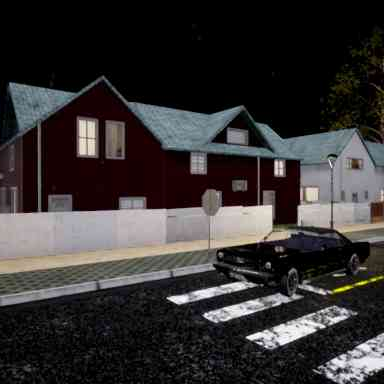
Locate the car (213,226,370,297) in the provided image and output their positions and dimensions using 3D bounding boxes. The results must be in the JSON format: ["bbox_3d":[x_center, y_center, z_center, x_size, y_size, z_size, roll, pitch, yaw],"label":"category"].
[{"bbox_3d":[2.803,1.630,8.867,4.718,1.301,1.895,0,0,-39],"label":"car"}]
